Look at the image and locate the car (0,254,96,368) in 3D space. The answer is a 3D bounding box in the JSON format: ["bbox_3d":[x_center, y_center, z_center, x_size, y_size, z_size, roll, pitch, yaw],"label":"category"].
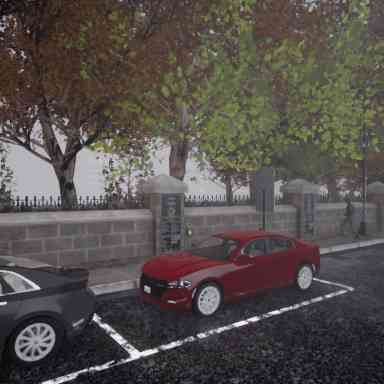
[{"bbox_3d":[-3.478,1.551,4.174,4.403,1.369,2.008,0,0,-35],"label":"car"}]

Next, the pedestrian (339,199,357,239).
[{"bbox_3d":[7.031,1.147,14.969,0.375,1.860,0.375,0,0,-35],"label":"pedestrian"}]

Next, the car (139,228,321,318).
[{"bbox_3d":[1.012,1.545,7.421,4.507,1.381,1.887,0,0,-35],"label":"car"}]
